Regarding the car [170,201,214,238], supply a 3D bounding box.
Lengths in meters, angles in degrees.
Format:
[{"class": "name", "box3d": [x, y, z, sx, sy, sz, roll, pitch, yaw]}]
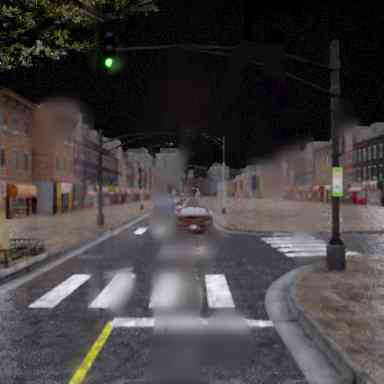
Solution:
[{"class": "car", "box3d": [0.086, 1.454, 17.584, 1.882, 1.535, 5.008, -1, 0, 0]}]

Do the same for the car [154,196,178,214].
[{"class": "car", "box3d": [-2.840, 1.460, 34.939, 1.882, 1.535, 5.008, 0, 0, 0]}]

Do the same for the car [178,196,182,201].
[{"class": "car", "box3d": [-2.752, 1.521, 59.260, 2.128, 1.511, 4.902, 0, 0, 0]}]
